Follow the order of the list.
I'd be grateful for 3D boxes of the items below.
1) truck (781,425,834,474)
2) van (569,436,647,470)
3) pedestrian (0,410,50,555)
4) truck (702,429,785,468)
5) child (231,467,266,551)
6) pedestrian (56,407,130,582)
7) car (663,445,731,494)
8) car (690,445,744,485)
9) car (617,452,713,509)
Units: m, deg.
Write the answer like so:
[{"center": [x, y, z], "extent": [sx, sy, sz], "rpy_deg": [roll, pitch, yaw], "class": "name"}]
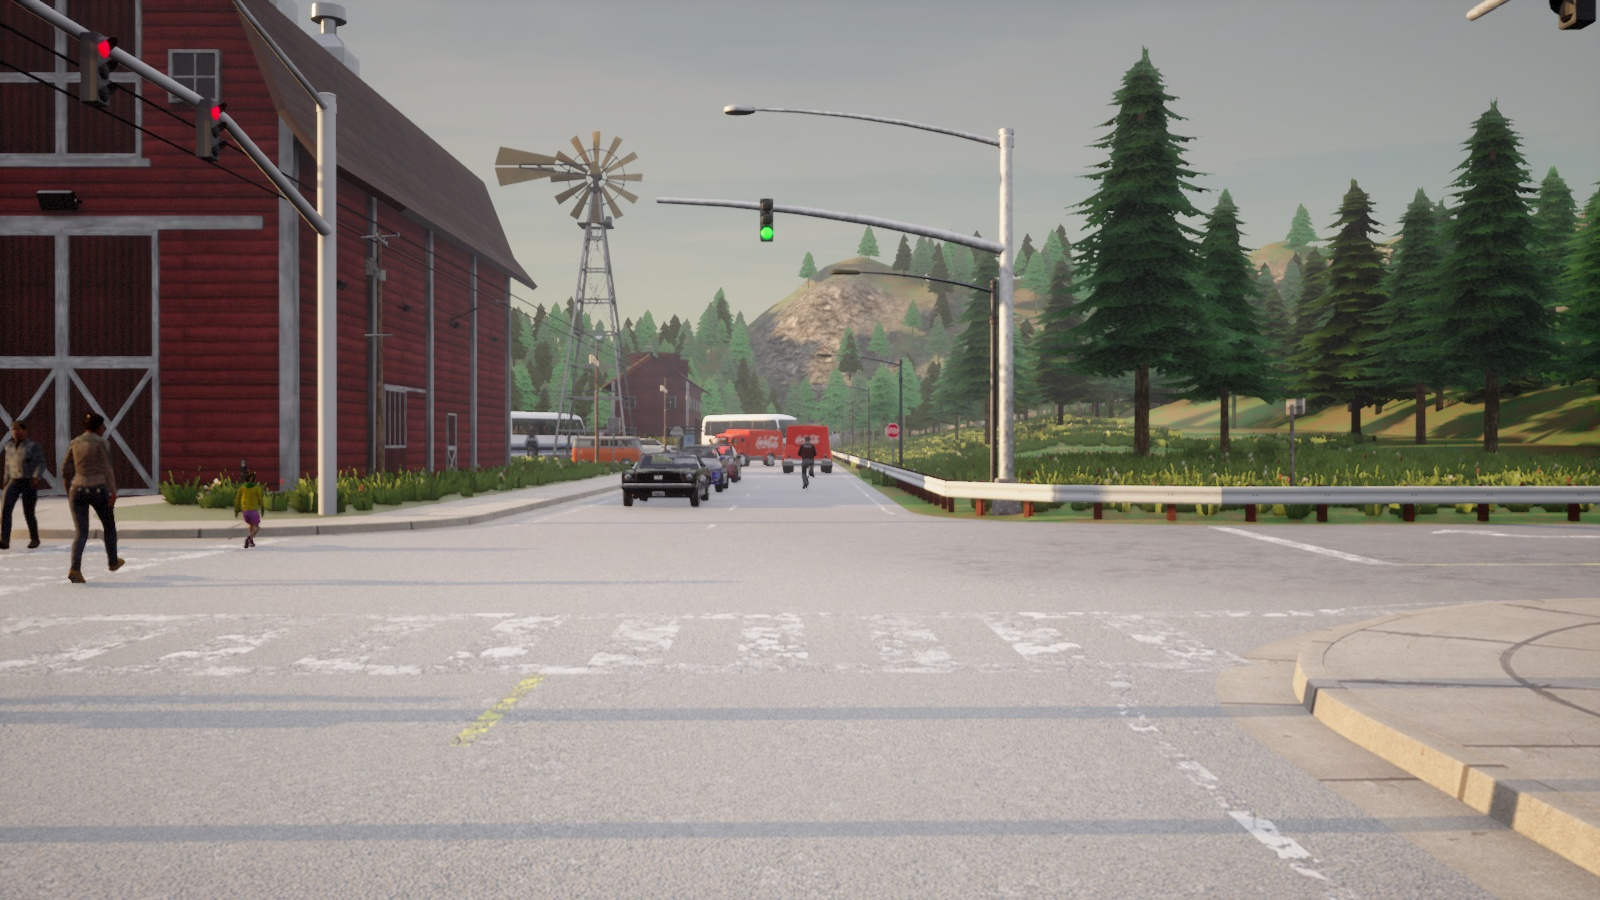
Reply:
[{"center": [0.382, -0.022, 65.366], "extent": [2.627, 2.467, 5.204], "rpy_deg": [0, 0, 0], "class": "truck"}, {"center": [-11.593, 0.160, 76.007], "extent": [4.442, 1.987, 1.775], "rpy_deg": [0, 0, 2], "class": "van"}, {"center": [-10.760, 0.439, 17.287], "extent": [0.423, 1.949, 0.788], "rpy_deg": [0, 0, -4], "class": "pedestrian"}, {"center": [-3.714, -0.108, 83.423], "extent": [2.627, 2.467, 5.204], "rpy_deg": [2, 2, 40], "class": "truck"}, {"center": [-7.776, 0.819, 17.715], "extent": [0.299, 1.160, 0.473], "rpy_deg": [0, 0, -4], "class": "child"}, {"center": [-7.513, 0.458, 13.365], "extent": [0.328, 1.805, 0.869], "rpy_deg": [0, 0, -3], "class": "pedestrian"}, {"center": [-3.260, 0.583, 40.416], "extent": [1.816, 1.474, 4.193], "rpy_deg": [0, 0, 0], "class": "car"}, {"center": [-3.210, 0.545, 49.265], "extent": [1.845, 1.501, 3.633], "rpy_deg": [0, 0, 0], "class": "car"}, {"center": [-3.309, 0.708, 31.656], "extent": [1.895, 1.301, 4.718], "rpy_deg": [0, 0, 0], "class": "car"}]
